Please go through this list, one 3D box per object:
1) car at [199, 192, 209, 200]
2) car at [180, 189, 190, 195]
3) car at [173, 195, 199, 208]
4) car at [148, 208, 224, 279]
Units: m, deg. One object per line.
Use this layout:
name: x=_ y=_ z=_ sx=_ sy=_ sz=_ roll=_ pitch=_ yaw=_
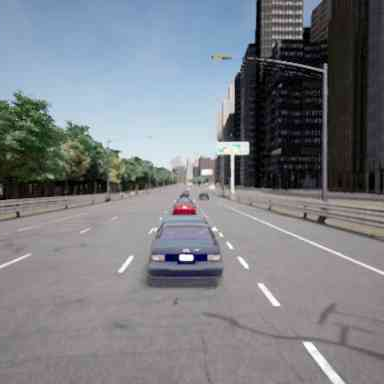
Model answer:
car: x=2.244 y=0.705 z=65.014 sx=1.837 sy=1.490 sz=4.892 roll=0 pitch=0 yaw=-1
car: x=-1.345 y=0.712 z=64.232 sx=1.837 sy=1.490 sz=4.892 roll=0 pitch=1 yaw=-1
car: x=-0.664 y=1.227 z=29.714 sx=1.994 sy=1.385 sz=4.181 roll=0 pitch=1 yaw=-1
car: x=-0.186 y=1.439 z=9.697 sx=2.033 sy=1.411 sz=5.357 roll=0 pitch=1 yaw=-1
